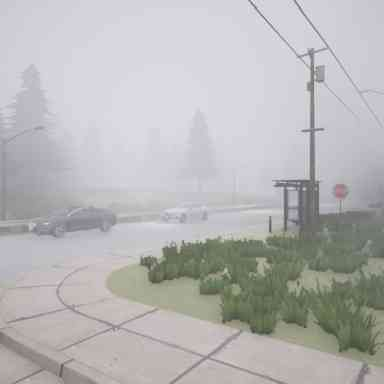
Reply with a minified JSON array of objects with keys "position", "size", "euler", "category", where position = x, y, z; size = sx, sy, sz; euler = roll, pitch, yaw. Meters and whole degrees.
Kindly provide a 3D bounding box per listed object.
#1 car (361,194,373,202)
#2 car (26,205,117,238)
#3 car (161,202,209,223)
[{"position":[40.327,1.356,76.534],"size":[2.097,1.767,4.553],"euler":[0,0,36],"category":"car"},{"position":[-6.267,1.492,17.847],"size":[2.128,1.511,4.902],"euler":[0,0,36],"category":"car"},{"position":[-0.420,1.527,25.919],"size":[1.812,1.442,4.674],"euler":[0,0,36],"category":"car"}]
